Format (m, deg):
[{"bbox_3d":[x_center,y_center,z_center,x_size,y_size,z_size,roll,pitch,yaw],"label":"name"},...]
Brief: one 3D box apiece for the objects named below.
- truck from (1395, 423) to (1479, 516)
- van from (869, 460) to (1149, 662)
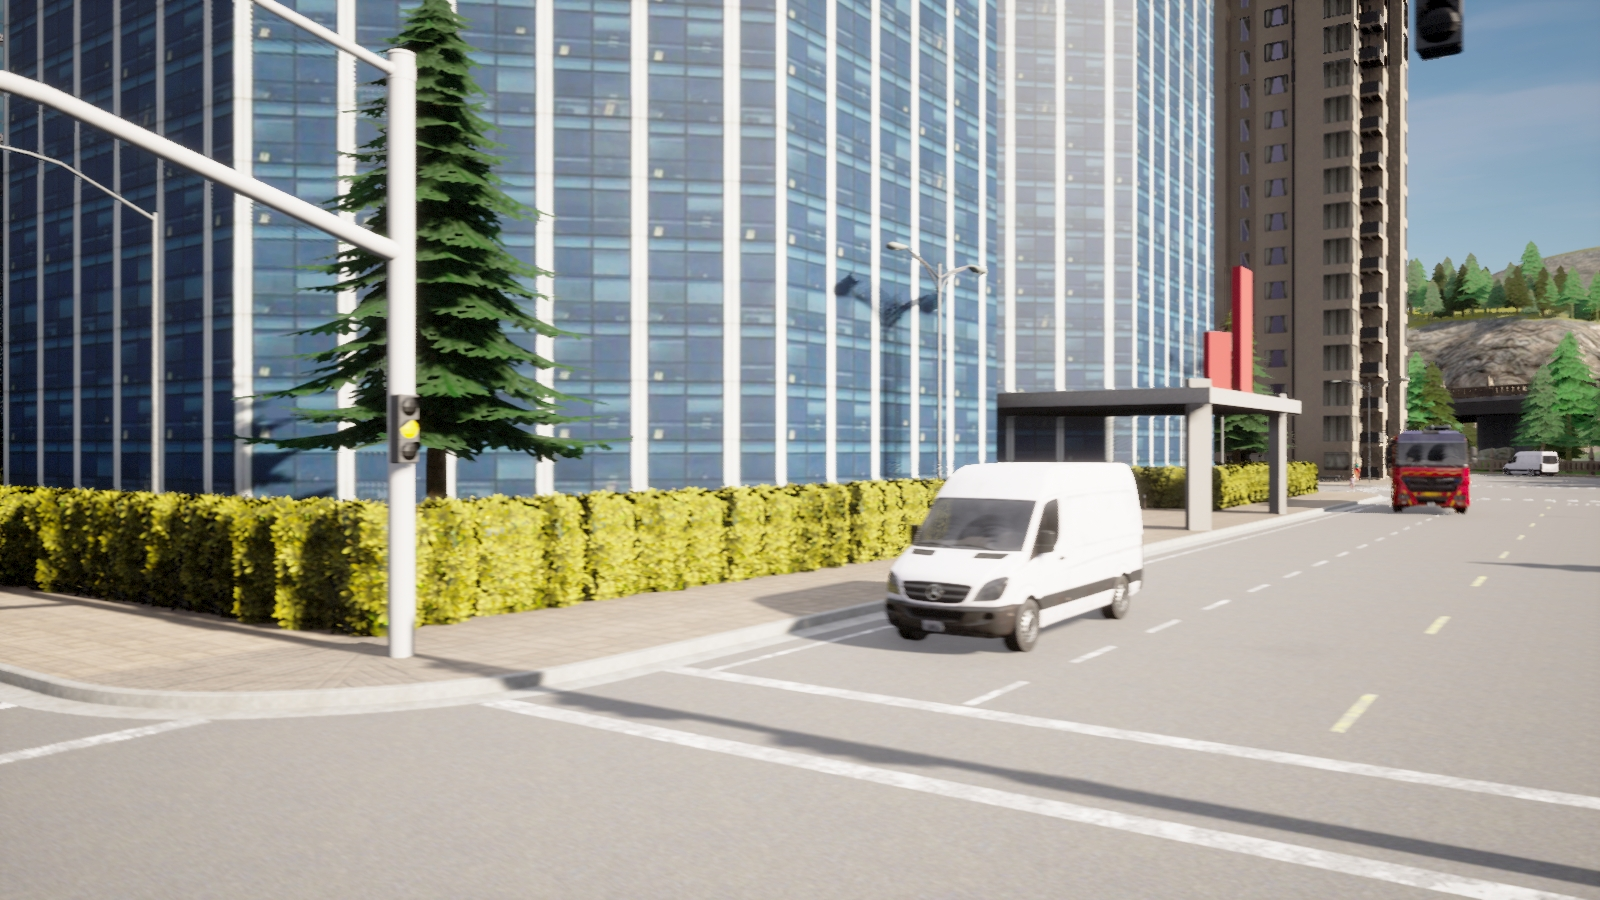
[{"bbox_3d":[28.436,0.792,51.305,2.891,3.827,8.468,0,0,26],"label":"truck"},{"bbox_3d":[3.479,1.462,17.784,1.988,2.561,5.915,0,0,35],"label":"van"}]
